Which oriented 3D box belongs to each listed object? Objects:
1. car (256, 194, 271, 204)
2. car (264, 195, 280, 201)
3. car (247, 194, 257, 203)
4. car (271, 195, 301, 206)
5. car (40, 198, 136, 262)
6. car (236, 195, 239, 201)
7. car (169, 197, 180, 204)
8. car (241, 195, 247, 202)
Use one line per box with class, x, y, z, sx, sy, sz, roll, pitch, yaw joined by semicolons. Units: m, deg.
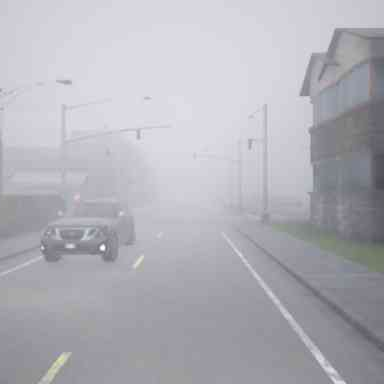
car;14.162;1.343;57.045;5.027;1.636;2.152;0;0;0
car;21.302;1.668;88.349;3.806;1.475;1.970;0;0;0
car;14.160;1.305;69.840;3.866;1.878;1.905;0;0;0
car;14.486;1.402;50.628;3.806;1.475;1.970;0;0;0
car;-3.564;1.263;12.563;2.150;2.045;5.566;0;0;0
car;13.881;1.667;91.328;3.633;1.501;1.845;0;0;0
car;-3.506;1.729;67.008;1.812;1.442;4.674;0;0;0
car;13.747;1.334;72.745;4.605;1.855;1.932;0;0;0
